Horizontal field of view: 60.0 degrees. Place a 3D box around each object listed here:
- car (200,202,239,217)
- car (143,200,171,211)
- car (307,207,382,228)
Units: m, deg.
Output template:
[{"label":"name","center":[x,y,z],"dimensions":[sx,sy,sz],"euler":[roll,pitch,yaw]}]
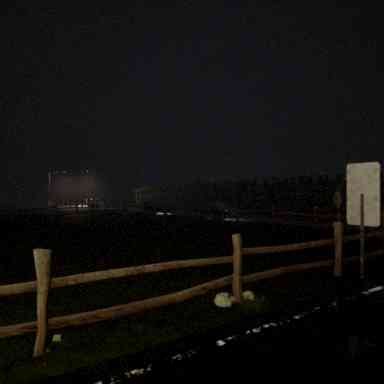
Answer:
[{"label":"car","center":[2.600,1.712,32.650],"dimensions":[1.812,1.442,4.674],"euler":[-1,0,-35]},{"label":"car","center":[-4.617,1.793,42.802],"dimensions":[1.837,1.490,4.892],"euler":[-1,0,-36]},{"label":"car","center":[10.148,1.682,22.048],"dimensions":[1.895,1.301,4.718],"euler":[-1,0,-35]}]
